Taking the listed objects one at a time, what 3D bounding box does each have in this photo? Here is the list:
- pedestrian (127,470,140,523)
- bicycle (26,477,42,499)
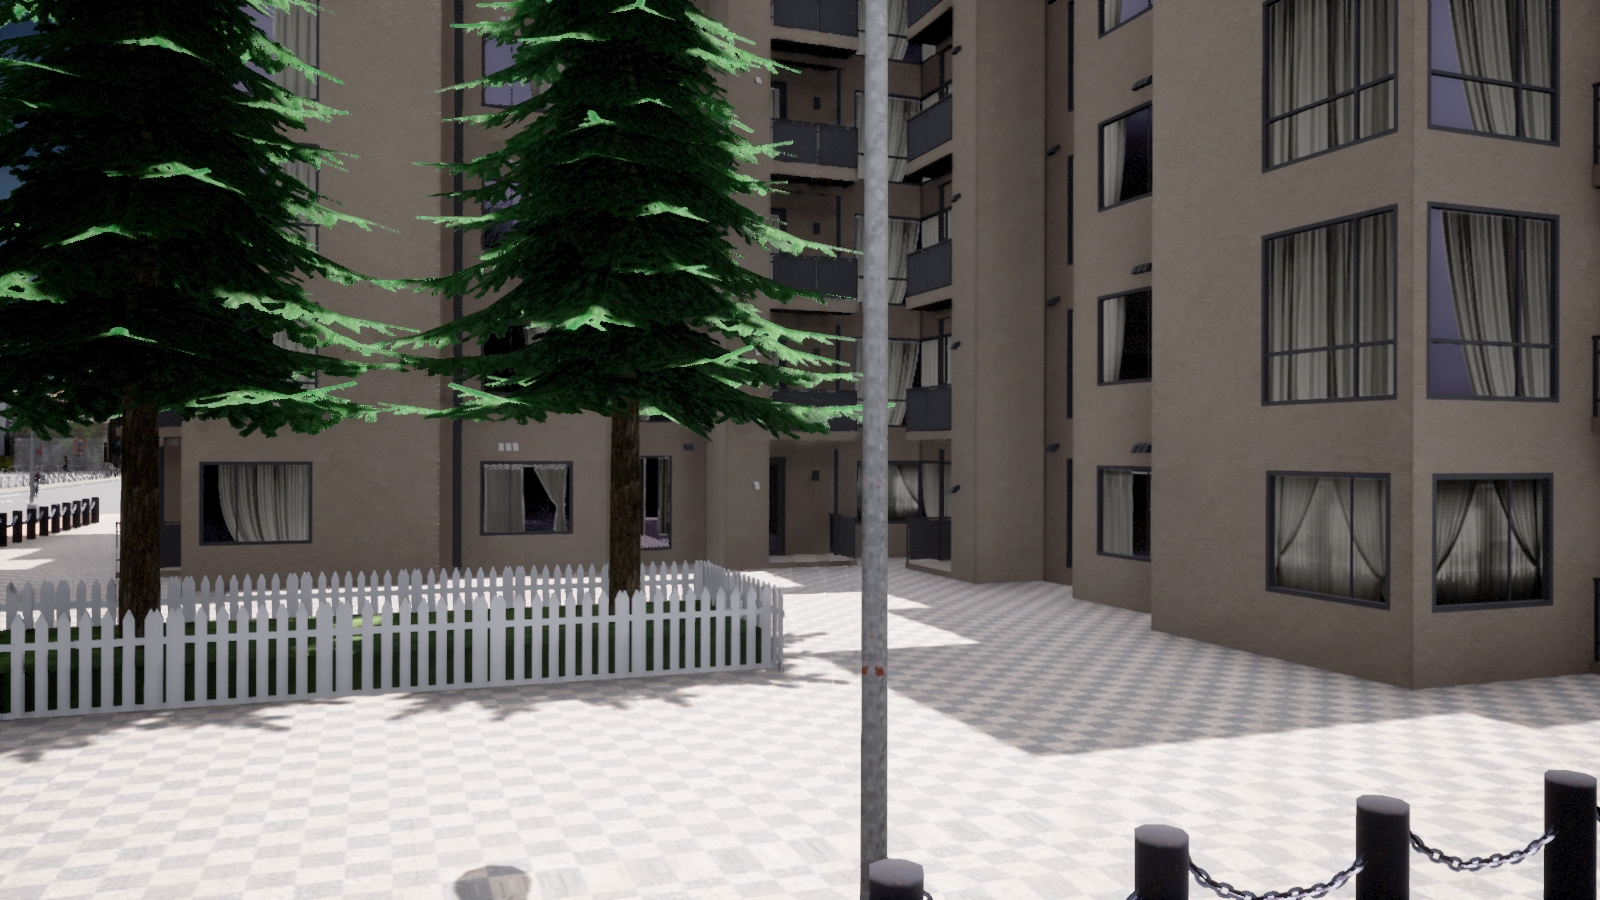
[{"bbox_3d":[-23.719,1.658,40.650,0.375,1.860,0.375,0,0,-29],"label":"pedestrian"},{"bbox_3d":[-43.409,2.128,64.722,0.329,1.171,1.835,0,0,-20],"label":"bicycle"}]
